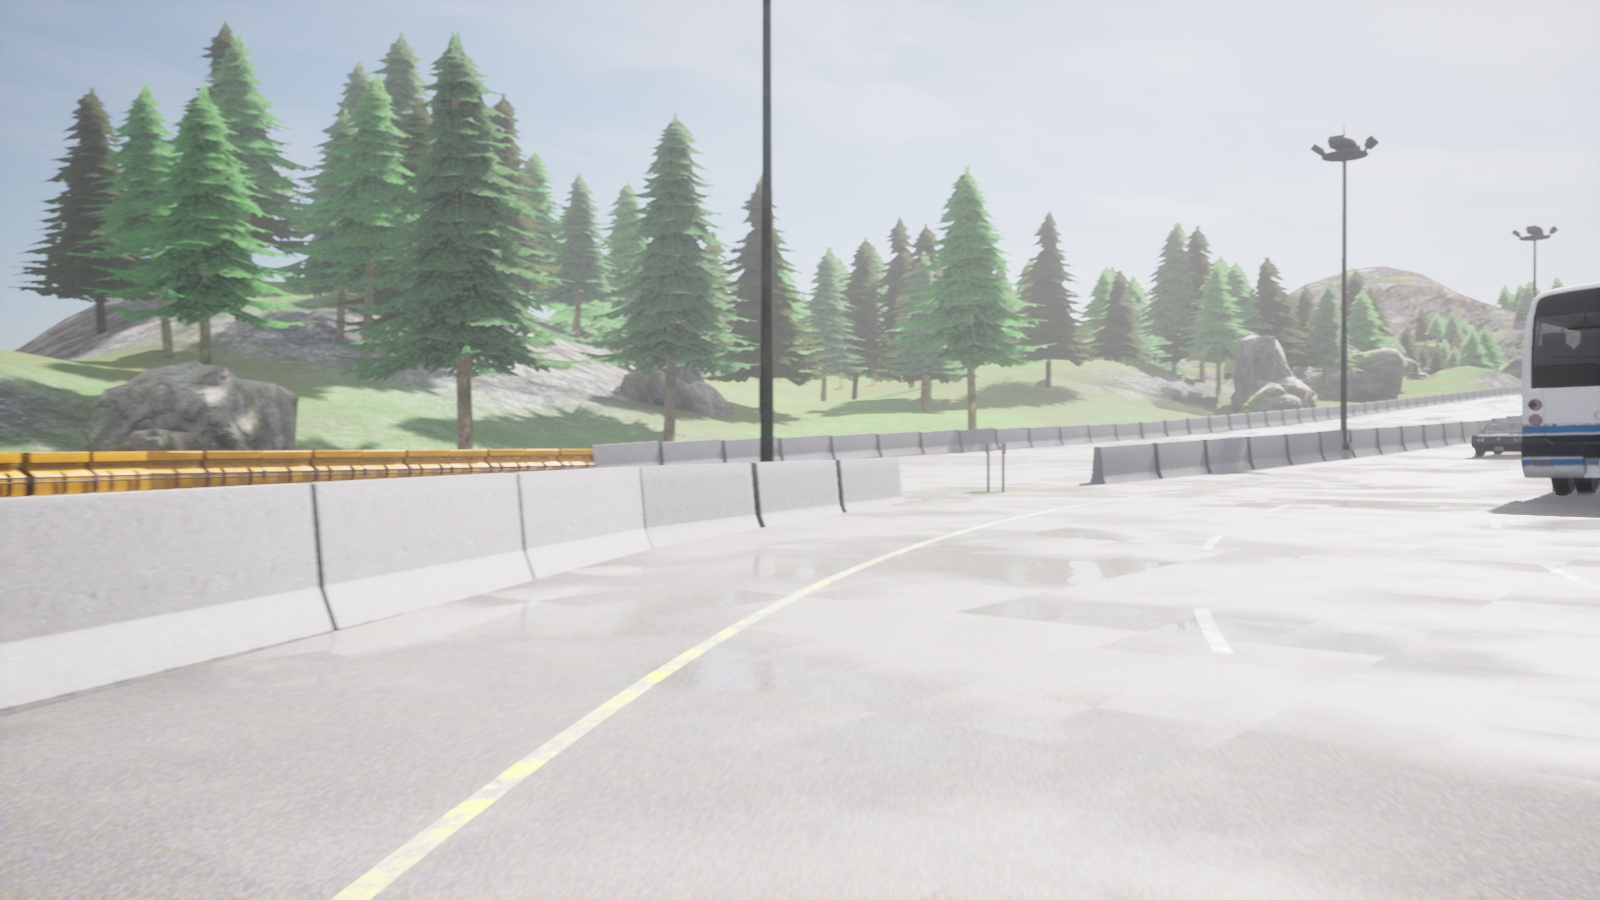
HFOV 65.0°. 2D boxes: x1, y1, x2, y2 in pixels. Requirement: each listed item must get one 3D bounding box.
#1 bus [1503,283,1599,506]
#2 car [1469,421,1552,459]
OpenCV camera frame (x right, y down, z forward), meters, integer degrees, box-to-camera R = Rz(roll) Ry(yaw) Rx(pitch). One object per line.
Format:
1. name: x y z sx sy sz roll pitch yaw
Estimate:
1. bus: 18.892 -1.229 27.661 3.944 4.253 10.273 -1 1 40
2. car: 27.220 -0.404 48.015 1.895 1.301 4.718 0 2 41
